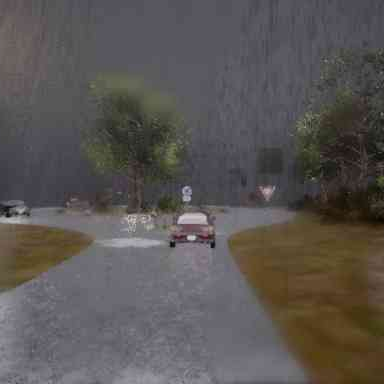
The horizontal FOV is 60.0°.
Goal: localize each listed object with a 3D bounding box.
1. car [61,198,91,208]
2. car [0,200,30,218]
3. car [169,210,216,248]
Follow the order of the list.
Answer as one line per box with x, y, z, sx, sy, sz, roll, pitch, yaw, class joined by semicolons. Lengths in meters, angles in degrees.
-16.741;1.571;48.228;1.994;1.385;4.181;0;0;38;car
-16.381;1.493;30.585;2.128;1.511;4.902;0;0;-40;car
0.085;1.530;14.648;1.812;1.442;4.674;0;0;2;car
